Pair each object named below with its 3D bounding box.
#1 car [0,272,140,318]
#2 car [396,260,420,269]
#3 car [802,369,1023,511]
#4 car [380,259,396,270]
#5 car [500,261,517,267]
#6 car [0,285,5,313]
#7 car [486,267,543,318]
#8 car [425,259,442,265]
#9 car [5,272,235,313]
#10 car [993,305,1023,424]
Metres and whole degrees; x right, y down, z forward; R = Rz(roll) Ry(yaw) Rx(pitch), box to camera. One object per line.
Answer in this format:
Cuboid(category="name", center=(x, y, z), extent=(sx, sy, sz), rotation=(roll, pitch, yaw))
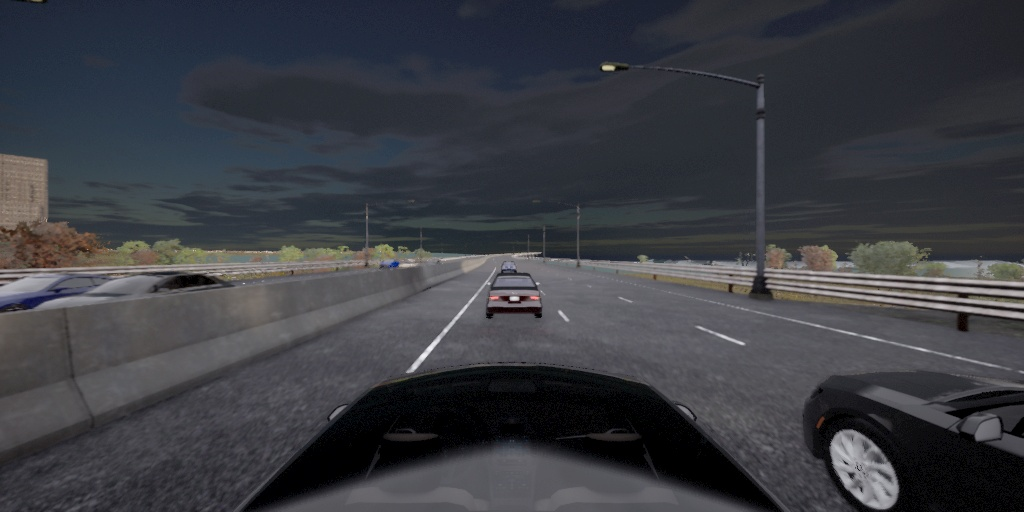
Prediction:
Cuboid(category="car", center=(-17.654, 1.355, 13.769), extent=(1.895, 1.301, 4.718), rotation=(0, 0, 0))
Cuboid(category="car", center=(-14.810, 1.335, 51.805), extent=(1.895, 1.301, 4.718), rotation=(0, 0, -1))
Cuboid(category="car", center=(3.593, 1.254, 1.292), extent=(1.837, 1.490, 4.892), rotation=(0, 0, 0))
Cuboid(category="car", center=(-18.372, 1.211, 54.077), extent=(1.882, 1.535, 5.008), rotation=(0, 0, -1))
Cuboid(category="car", center=(-0.383, 1.285, 42.045), extent=(2.033, 1.411, 5.357), rotation=(0, 0, -1))
Cuboid(category="car", center=(-14.138, 1.279, 11.082), extent=(1.812, 1.442, 4.674), rotation=(0, 0, 0))
Cuboid(category="car", center=(0.053, 1.297, 13.018), extent=(2.033, 1.411, 5.357), rotation=(0, 0, 0))
Cuboid(category="car", center=(-11.314, 1.238, 51.799), extent=(1.837, 1.490, 4.892), rotation=(0, 0, -1))
Cuboid(category="car", center=(-10.635, 1.257, 10.646), extent=(1.837, 1.490, 4.892), rotation=(0, 0, 0))
Cuboid(category="car", center=(7.091, 1.312, 2.455), extent=(1.994, 1.385, 4.181), rotation=(0, 0, 0))
